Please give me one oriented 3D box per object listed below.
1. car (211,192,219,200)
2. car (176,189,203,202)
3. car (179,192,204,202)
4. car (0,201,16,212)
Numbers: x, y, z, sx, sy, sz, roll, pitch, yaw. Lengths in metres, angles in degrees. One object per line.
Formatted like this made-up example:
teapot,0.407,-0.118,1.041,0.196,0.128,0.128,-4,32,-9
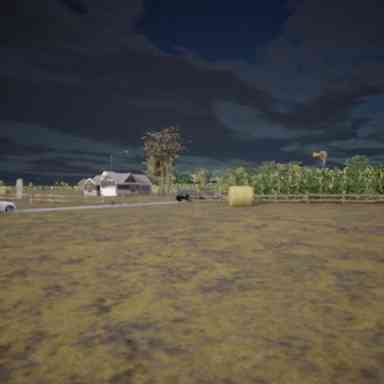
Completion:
car,5.579,0.767,63.103,2.033,1.411,5.357,-1,0,36
car,-0.381,0.558,54.687,2.150,2.045,5.566,-1,0,37
car,-0.047,0.874,59.955,2.128,1.511,4.902,-1,0,36
car,-18.265,1.187,29.710,1.812,1.442,4.674,-1,0,36
